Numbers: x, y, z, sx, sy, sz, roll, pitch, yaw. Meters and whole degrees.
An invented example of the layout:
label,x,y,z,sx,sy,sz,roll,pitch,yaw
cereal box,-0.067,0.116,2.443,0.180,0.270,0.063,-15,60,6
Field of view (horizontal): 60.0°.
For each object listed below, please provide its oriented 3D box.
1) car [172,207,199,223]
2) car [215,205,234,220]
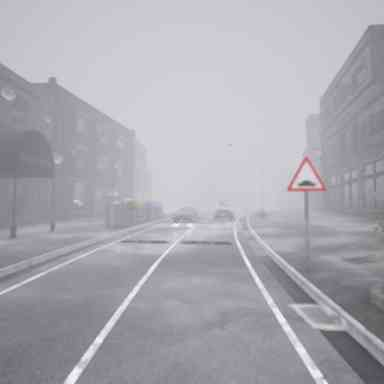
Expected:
label,x,y,z,sx,sy,sz,roll,pitch,yaw
car,-0.471,2.065,30.969,2.033,1.411,5.357,0,-1,9
car,3.471,2.117,35.145,1.812,1.442,4.674,0,-1,10
